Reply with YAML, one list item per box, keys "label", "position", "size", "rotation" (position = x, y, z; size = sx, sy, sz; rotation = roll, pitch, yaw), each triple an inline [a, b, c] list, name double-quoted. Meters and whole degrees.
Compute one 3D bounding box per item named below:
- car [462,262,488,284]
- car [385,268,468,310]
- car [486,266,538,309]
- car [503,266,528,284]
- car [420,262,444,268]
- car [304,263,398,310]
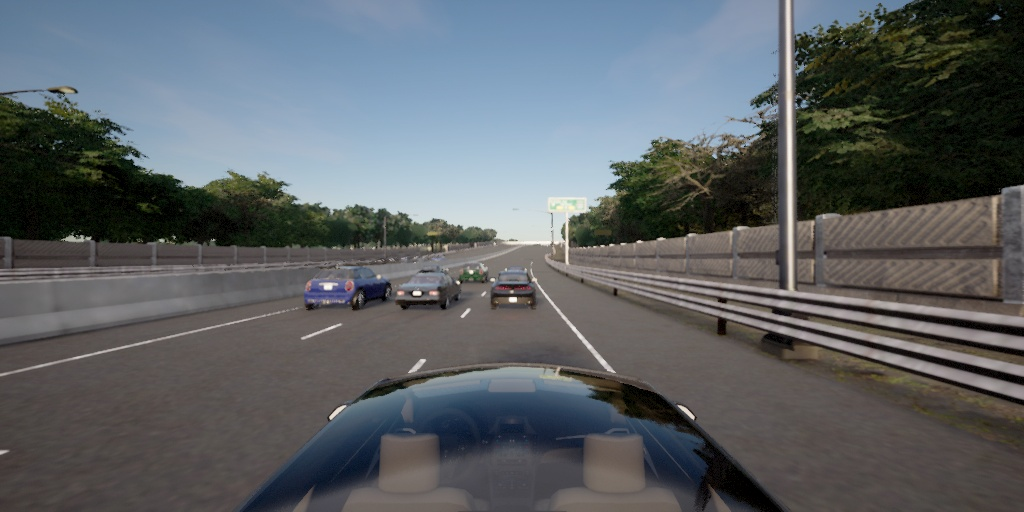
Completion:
- label: "car"
  position: [-3.181, 1.342, 30.539]
  size: [2.097, 1.767, 4.553]
  rotation: [0, 0, 1]
- label: "car"
  position: [-3.437, 1.429, 15.569]
  size: [2.033, 1.411, 5.357]
  rotation: [0, -1, 1]
- label: "car"
  position: [0.071, 1.394, 15.849]
  size: [1.837, 1.490, 4.892]
  rotation: [0, 0, 1]
- label: "car"
  position: [0.325, 1.559, 30.703]
  size: [1.994, 1.385, 4.181]
  rotation: [0, 0, 2]
- label: "car"
  position: [-6.672, 1.500, 30.844]
  size: [1.837, 1.490, 4.892]
  rotation: [0, 0, 1]
- label: "car"
  position: [-6.934, 1.232, 15.698]
  size: [2.097, 1.767, 4.553]
  rotation: [0, -1, 1]
